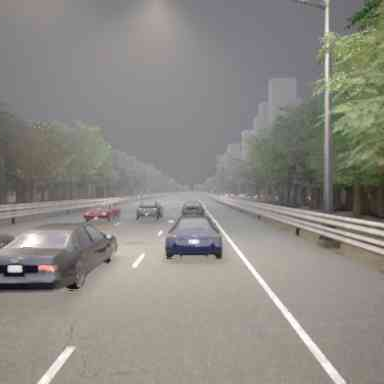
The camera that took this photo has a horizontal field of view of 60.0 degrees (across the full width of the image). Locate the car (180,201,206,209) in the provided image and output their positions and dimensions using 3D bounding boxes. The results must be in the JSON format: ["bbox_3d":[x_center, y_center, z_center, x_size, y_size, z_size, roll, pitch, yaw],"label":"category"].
[{"bbox_3d":[0.078,1.509,27.812,1.837,1.490,4.892,0,1,0],"label":"car"}]

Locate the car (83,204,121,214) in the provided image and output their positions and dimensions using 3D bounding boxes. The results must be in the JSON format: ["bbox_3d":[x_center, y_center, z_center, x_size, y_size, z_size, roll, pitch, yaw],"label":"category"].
[{"bbox_3d":[-6.932,1.604,26.293,1.895,1.301,4.718,0,0,0],"label":"car"}]

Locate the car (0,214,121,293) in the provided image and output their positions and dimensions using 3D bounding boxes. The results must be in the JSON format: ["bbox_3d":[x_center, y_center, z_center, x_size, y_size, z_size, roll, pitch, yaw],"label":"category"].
[{"bbox_3d":[-3.454,1.552,9.026,2.033,1.411,5.357,0,0,0],"label":"car"}]

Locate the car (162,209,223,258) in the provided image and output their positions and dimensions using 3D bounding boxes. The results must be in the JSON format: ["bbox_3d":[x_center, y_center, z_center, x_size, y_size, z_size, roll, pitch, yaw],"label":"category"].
[{"bbox_3d":[0.074,1.569,12.720,1.994,1.385,4.181,0,0,0],"label":"car"}]

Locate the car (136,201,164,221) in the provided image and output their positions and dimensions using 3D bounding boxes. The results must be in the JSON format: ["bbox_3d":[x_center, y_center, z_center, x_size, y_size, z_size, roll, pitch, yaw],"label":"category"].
[{"bbox_3d":[-3.423,1.495,27.712,2.128,1.511,4.902,0,0,0],"label":"car"}]
